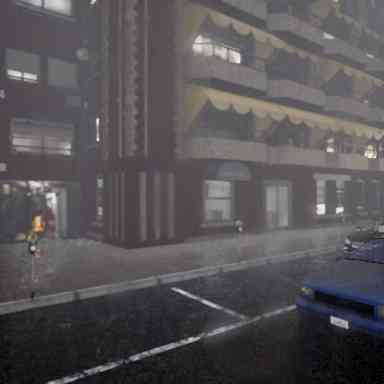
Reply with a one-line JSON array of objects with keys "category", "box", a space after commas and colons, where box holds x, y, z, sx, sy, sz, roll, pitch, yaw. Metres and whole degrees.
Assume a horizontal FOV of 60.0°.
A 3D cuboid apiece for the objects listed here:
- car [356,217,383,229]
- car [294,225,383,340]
[{"category": "car", "box": [7.096, 1.566, 11.707, 4.403, 1.369, 2.008, 0, 0, -36]}, {"category": "car", "box": [4.355, 1.555, 6.532, 5.357, 1.411, 2.033, 0, 0, -36]}]
